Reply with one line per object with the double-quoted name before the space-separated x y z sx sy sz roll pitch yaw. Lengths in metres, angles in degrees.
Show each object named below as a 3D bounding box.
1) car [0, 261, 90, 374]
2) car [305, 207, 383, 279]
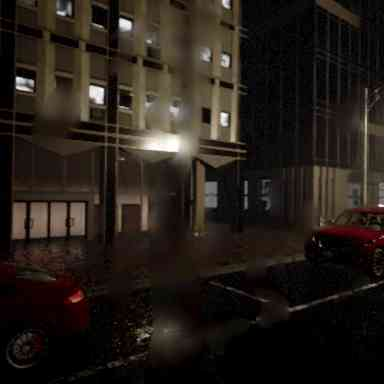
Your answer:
"car" -3.436 1.577 4.102 4.206 1.307 1.802 1 0 -35
"car" 5.811 1.426 10.691 5.009 1.841 2.192 1 0 -35
